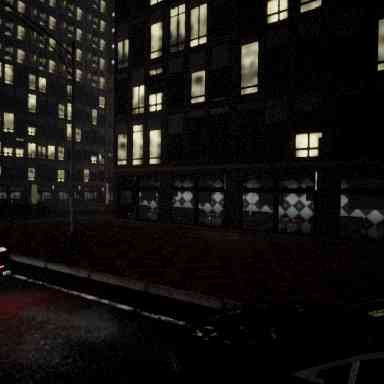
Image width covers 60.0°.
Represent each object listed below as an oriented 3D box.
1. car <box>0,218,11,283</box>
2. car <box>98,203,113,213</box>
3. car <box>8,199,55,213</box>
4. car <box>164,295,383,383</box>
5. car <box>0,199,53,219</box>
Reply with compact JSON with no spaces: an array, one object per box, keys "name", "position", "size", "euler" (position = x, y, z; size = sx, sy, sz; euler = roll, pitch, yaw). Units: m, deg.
[{"name":"car","position":[-6.376,1.487,8.203],"size":[4.902,1.511,2.128],"euler":[0,0,36]},{"name":"car","position":[-8.888,1.828,39.783],"size":[1.752,1.417,4.829],"euler":[1,0,36]},{"name":"car","position":[-19.183,1.641,39.931],"size":[1.752,1.417,4.829],"euler":[1,0,36]},{"name":"car","position":[1.978,1.491,2.270],"size":[4.902,1.511,2.128],"euler":[0,0,35]},{"name":"car","position":[-15.671,1.517,30.561],"size":[2.192,1.841,5.009],"euler":[1,0,36]}]
